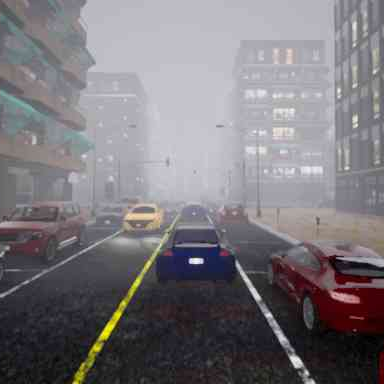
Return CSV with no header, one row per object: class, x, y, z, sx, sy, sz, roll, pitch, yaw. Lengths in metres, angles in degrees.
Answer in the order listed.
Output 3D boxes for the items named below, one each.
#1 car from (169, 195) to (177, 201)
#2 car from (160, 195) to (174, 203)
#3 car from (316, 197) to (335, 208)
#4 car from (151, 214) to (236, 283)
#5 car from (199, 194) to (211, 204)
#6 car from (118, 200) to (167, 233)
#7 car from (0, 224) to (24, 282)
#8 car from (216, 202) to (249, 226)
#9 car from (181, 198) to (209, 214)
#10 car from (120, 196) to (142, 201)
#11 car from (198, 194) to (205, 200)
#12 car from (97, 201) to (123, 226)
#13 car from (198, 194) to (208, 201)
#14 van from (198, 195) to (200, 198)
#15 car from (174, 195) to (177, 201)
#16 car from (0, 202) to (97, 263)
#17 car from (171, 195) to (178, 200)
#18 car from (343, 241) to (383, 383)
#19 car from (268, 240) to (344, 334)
car,-5.116,1.554,89.484,1.752,1.417,4.829,1,0,0
car,-5.293,1.557,67.024,2.008,1.369,4.403,1,0,0
car,18.781,1.346,44.061,4.097,1.590,1.967,0,-1,1
car,0.105,1.561,9.674,1.994,1.385,4.181,0,0,0
car,2.841,1.530,64.551,1.752,1.417,4.829,1,0,0
car,-2.803,1.472,19.980,1.882,1.535,5.008,0,0,0
car,-5.430,1.563,6.518,1.947,1.339,4.313,1,0,0
car,2.755,1.434,23.387,1.967,1.590,4.097,1,0,0
car,0.147,1.472,27.121,1.882,1.535,5.008,0,0,0
car,-5.378,1.309,29.105,2.192,1.841,5.009,1,0,0
car,2.778,1.476,95.350,1.967,1.590,4.097,1,0,0
car,-5.394,1.560,23.458,1.947,1.339,4.313,1,0,0
car,2.755,1.338,84.038,2.192,1.841,5.009,1,0,0
van,2.775,1.358,78.385,1.690,1.788,3.998,1,0,0
car,-5.128,1.605,83.996,1.802,1.307,4.206,1,0,0
car,-5.414,1.311,12.165,2.192,1.841,5.009,1,0,0
car,-5.104,1.618,95.312,1.802,1.307,4.206,1,0,0
car,2.614,1.315,0.777,2.192,1.841,5.009,1,0,0
car,2.657,1.579,6.430,1.802,1.307,4.206,1,0,0
